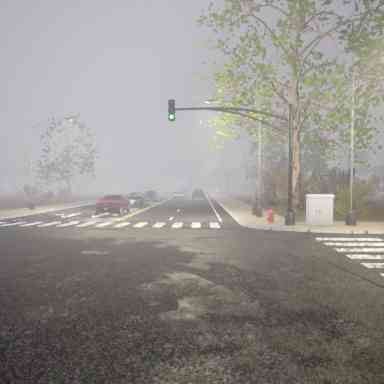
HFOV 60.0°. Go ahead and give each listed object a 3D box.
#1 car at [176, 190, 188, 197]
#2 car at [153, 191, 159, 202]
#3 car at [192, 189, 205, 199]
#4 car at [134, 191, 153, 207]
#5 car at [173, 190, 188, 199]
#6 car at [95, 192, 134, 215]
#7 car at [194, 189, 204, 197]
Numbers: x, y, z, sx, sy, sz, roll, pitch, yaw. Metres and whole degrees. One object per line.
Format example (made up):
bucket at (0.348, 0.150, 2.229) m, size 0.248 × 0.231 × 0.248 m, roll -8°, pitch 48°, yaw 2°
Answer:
car at (-1.878, 0.276, 65.661) m, size 2.033 × 1.411 × 5.357 m, roll 0°, pitch 1°, yaw 2°
car at (-5.727, 0.588, 46.377) m, size 1.837 × 1.490 × 4.892 m, roll 0°, pitch 1°, yaw 2°
car at (1.105, 0.279, 55.511) m, size 2.097 × 1.767 × 4.553 m, roll 0°, pitch 1°, yaw 2°
car at (-5.995, 0.762, 36.194) m, size 2.128 × 1.511 × 4.902 m, roll 0°, pitch 1°, yaw 2°
car at (-2.142, 0.518, 55.695) m, size 1.895 × 1.301 × 4.718 m, roll 0°, pitch 1°, yaw 2°
car at (-6.247, 0.919, 26.722) m, size 1.882 × 1.535 × 5.008 m, roll 0°, pitch 1°, yaw 1°
car at (1.371, 0.215, 65.574) m, size 1.882 × 1.535 × 5.008 m, roll 0°, pitch 1°, yaw 2°
